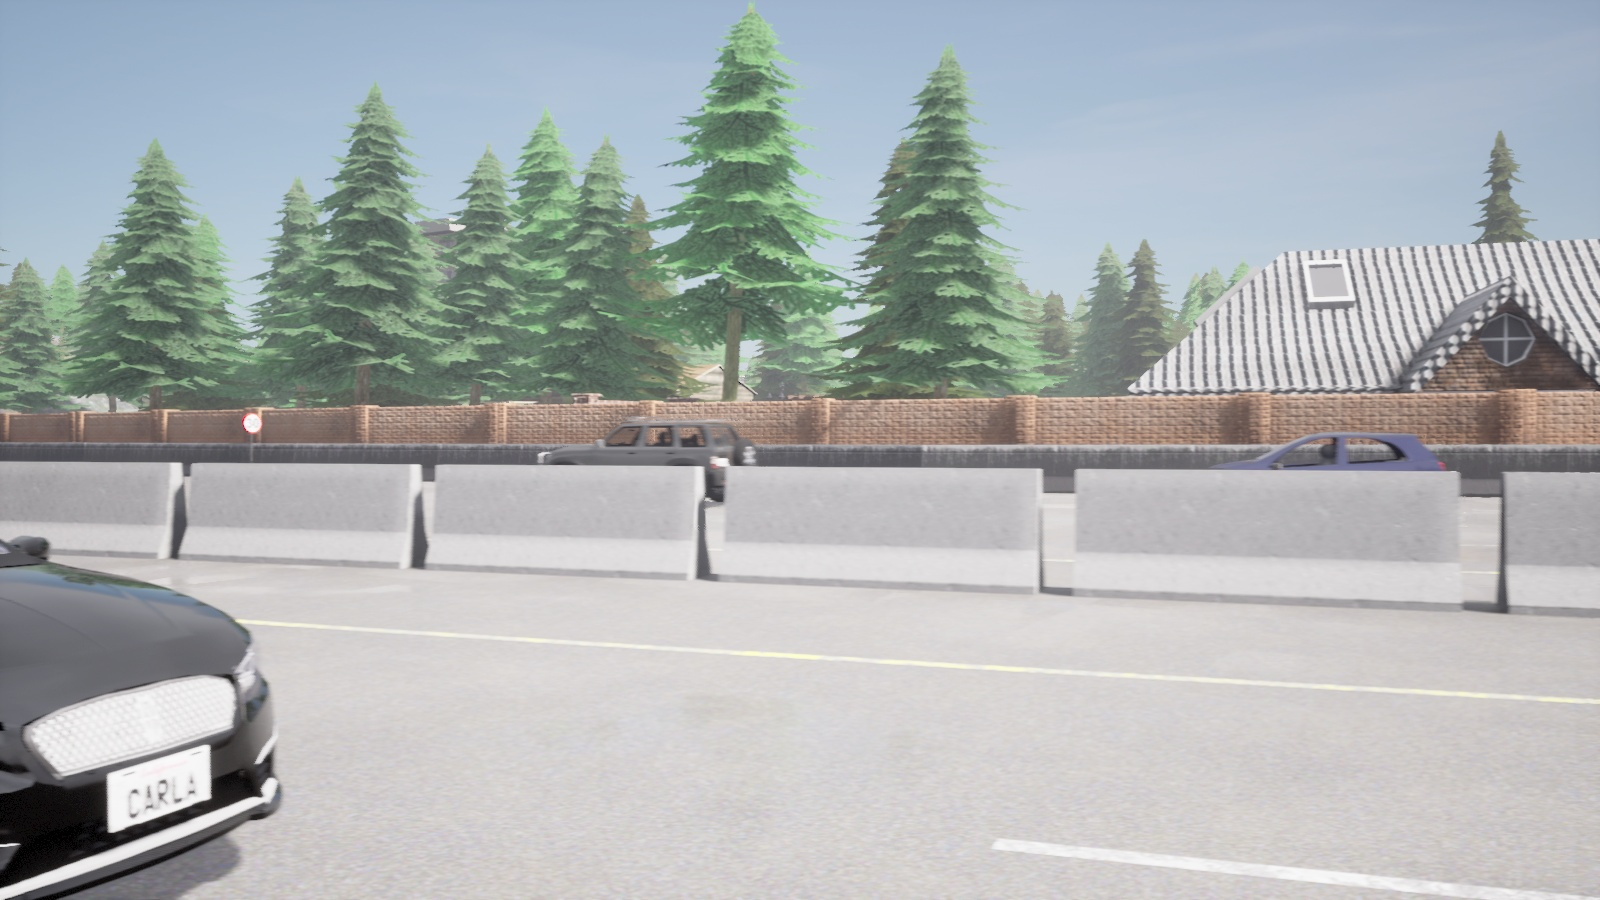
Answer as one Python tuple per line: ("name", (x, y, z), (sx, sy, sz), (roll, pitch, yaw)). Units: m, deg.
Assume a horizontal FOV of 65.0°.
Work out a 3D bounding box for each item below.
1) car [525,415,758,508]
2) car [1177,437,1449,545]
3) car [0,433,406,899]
("car", (-3.397, 0.202, 26.906), (4.605, 1.855, 1.932), (0, 1, 23))
("car", (7.648, 0.565, 19.049), (3.633, 1.501, 1.845), (0, 1, 18))
("car", (-4.175, 0.693, 4.647), (4.902, 1.511, 2.128), (1, 1, 20))
